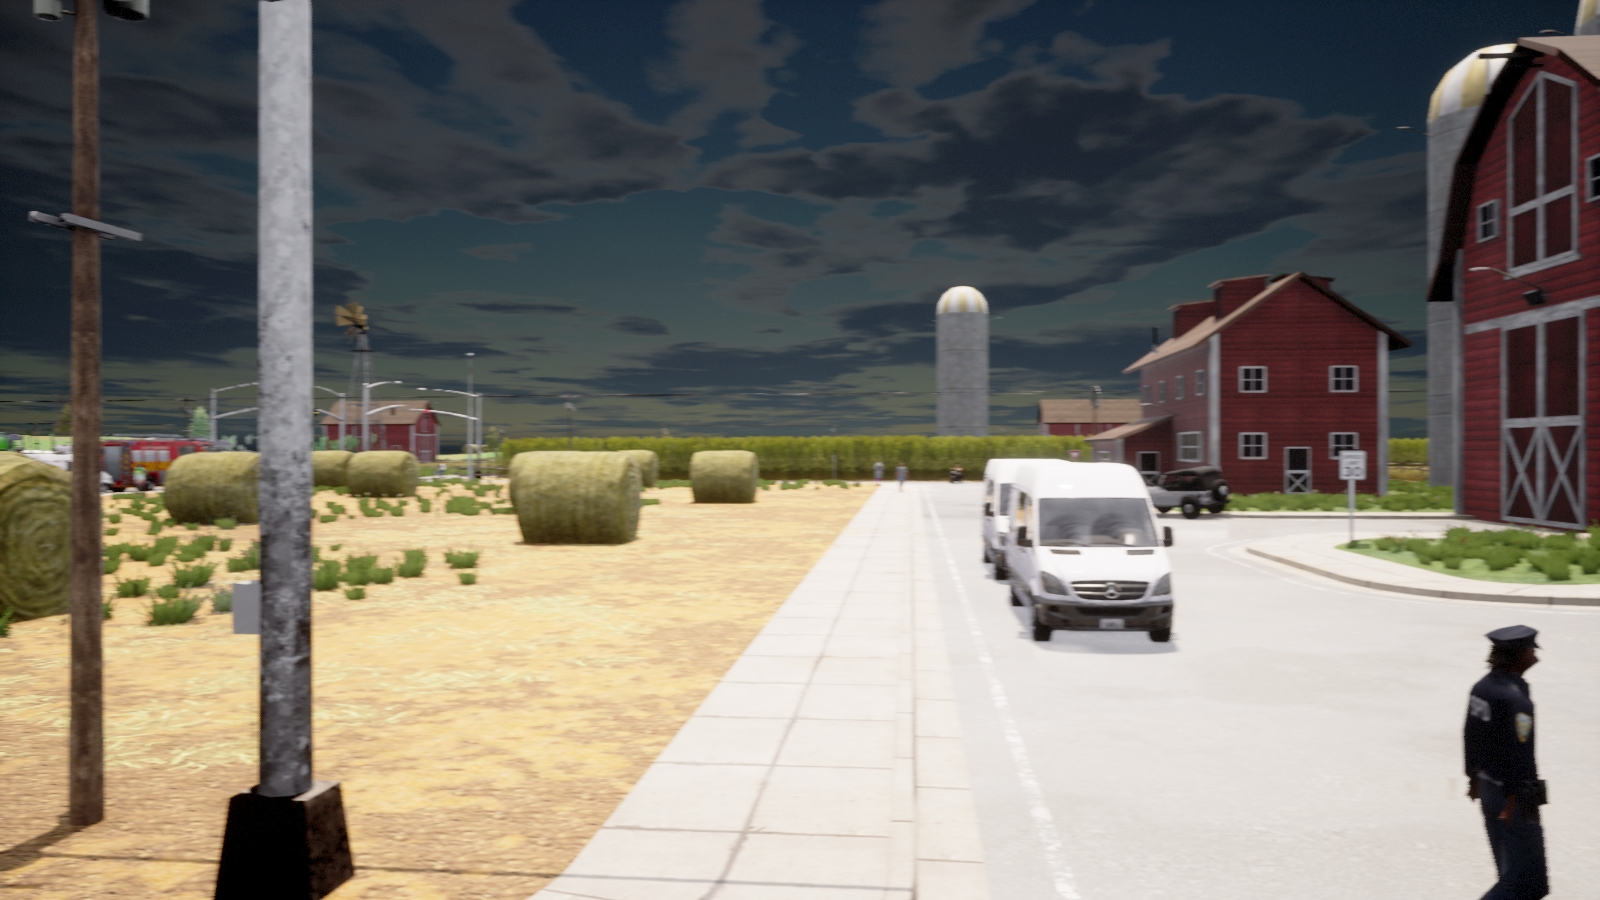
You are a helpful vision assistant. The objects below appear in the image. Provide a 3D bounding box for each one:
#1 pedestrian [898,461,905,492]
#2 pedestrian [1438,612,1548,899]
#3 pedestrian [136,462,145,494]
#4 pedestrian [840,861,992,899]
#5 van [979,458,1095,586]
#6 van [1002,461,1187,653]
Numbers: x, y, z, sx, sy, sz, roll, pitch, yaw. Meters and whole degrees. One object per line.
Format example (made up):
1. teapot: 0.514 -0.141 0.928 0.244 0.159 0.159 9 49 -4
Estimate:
1. pedestrian: 6.174 1.624 69.573 0.375 1.860 0.375 0 0 6
2. pedestrian: 3.652 1.816 6.039 0.375 1.860 0.375 0 0 6
3. pedestrian: -39.138 1.654 67.788 0.375 1.860 0.375 0 0 -9
4. pedestrian: 0.438 2.202 4.311 0.500 1.100 0.500 0 0 -7
5. van: 5.282 1.488 26.236 1.988 2.561 5.915 0 0 5
6. van: 4.540 1.490 18.548 1.988 2.561 5.915 0 0 5
